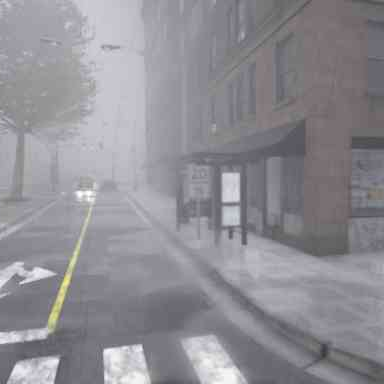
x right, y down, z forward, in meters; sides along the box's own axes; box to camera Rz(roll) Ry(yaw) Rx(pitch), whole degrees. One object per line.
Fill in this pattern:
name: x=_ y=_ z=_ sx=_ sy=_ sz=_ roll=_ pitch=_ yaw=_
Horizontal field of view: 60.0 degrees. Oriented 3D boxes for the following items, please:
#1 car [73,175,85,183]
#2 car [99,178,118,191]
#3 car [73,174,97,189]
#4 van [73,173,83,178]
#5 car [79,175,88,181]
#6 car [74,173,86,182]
car: x=-23.317 y=-2.693 z=68.644 sx=2.008 sy=1.369 sz=4.403 roll=1 pitch=3 yaw=-15
car: x=-10.086 y=-0.910 z=40.226 sx=1.837 sy=1.490 sz=4.892 roll=-1 pitch=5 yaw=-15
car: x=-13.811 y=-1.209 z=43.330 sx=2.128 sy=1.511 sz=4.902 roll=-1 pitch=5 yaw=-15
van: x=-22.448 y=-2.723 z=65.432 sx=1.690 sy=1.788 sz=3.998 roll=1 pitch=3 yaw=-15
car: x=-27.363 y=-3.529 z=83.650 sx=1.887 sy=1.381 sz=4.507 roll=1 pitch=3 yaw=-15
car: x=-24.606 y=-3.197 z=73.439 sx=2.192 sy=1.841 sz=5.009 roll=1 pitch=3 yaw=-15
